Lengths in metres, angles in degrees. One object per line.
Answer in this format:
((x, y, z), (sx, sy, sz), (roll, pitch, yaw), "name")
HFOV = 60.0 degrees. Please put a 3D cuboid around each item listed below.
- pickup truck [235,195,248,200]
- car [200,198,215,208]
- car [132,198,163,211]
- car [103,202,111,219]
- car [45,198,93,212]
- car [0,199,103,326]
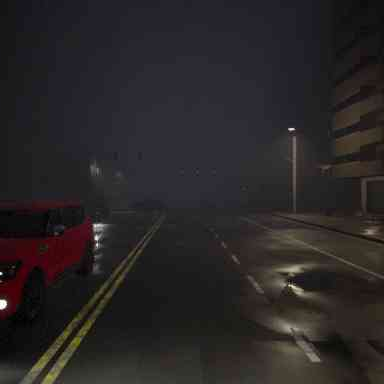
((13.898, 1.103, 90.849), (2.390, 2.098, 6.274), (0, 0, 29), "pickup truck")
((2.170, 1.571, 48.454), (2.033, 1.411, 5.357), (0, 0, -3), "car")
((-5.670, 1.512, 41.683), (2.128, 1.511, 4.902), (0, 0, -44), "car")
((-7.779, 1.523, 26.501), (1.837, 1.490, 4.892), (0, 0, -2), "car")
((-14.171, 1.510, 38.448), (4.902, 1.511, 2.128), (0, 0, 14), "car")
((-3.789, 1.226, 7.401), (2.150, 2.045, 5.566), (0, 0, -2), "car")
